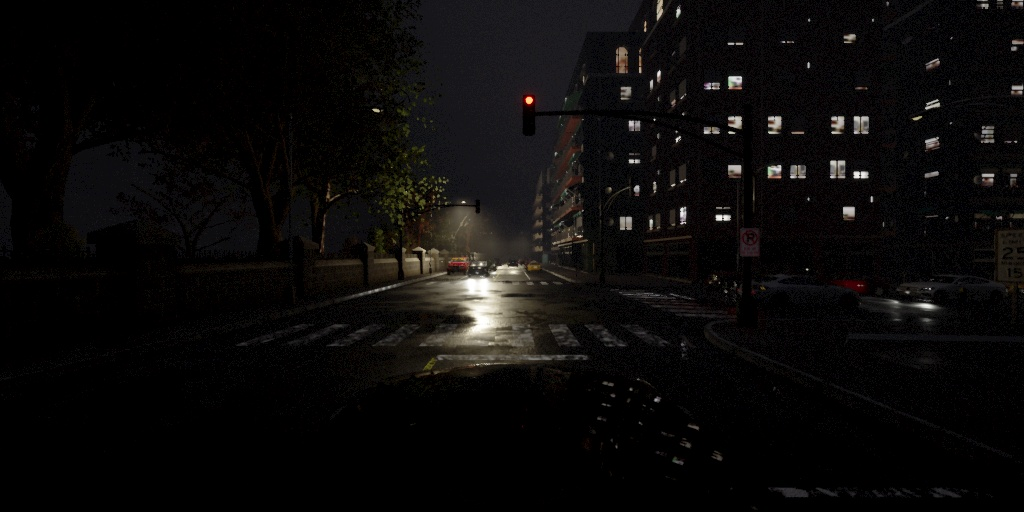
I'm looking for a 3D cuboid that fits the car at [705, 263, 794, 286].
[{"bbox_3d":[14.619,1.338,21.911,5.009,1.841,2.192,0,0,0],"label":"car"}]

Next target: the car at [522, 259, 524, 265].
[{"bbox_3d":[2.741,1.307,49.579,1.888,1.381,4.507,0,0,0],"label":"car"}]

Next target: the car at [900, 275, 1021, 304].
[{"bbox_3d":[23.664,1.723,19.333,4.674,1.442,1.812,1,0,0],"label":"car"}]

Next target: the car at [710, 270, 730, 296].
[{"bbox_3d":[13.722,1.618,19.315,4.718,1.301,1.895,1,0,0],"label":"car"}]

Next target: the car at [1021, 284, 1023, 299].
[{"bbox_3d":[31.536,1.857,21.946,4.829,1.417,1.751,0,0,0],"label":"car"}]

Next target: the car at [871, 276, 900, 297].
[{"bbox_3d":[20.314,1.671,21.923,4.507,1.381,1.888,0,0,0],"label":"car"}]

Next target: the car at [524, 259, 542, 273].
[{"bbox_3d":[2.735,1.283,44.214,1.751,1.417,4.829,0,0,0],"label":"car"}]

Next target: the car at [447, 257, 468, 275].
[{"bbox_3d":[-5.651,1.070,38.517,2.192,1.841,5.009,0,0,0],"label":"car"}]

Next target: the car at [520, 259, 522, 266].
[{"bbox_3d":[2.747,1.316,55.115,2.007,1.370,4.403,0,0,0],"label":"car"}]

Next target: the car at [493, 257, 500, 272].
[{"bbox_3d":[-3.051,1.111,46.453,2.097,1.767,4.553,0,0,0],"label":"car"}]

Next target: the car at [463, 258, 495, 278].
[{"bbox_3d":[-3.073,1.245,34.118,2.128,1.511,4.902,0,0,-1],"label":"car"}]

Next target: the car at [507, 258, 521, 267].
[{"bbox_3d":[0.166,1.320,64.291,2.033,1.411,5.357,0,0,-1],"label":"car"}]

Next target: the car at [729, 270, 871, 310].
[{"bbox_3d":[12.864,1.541,16.228,4.674,1.442,1.812,1,0,2],"label":"car"}]
